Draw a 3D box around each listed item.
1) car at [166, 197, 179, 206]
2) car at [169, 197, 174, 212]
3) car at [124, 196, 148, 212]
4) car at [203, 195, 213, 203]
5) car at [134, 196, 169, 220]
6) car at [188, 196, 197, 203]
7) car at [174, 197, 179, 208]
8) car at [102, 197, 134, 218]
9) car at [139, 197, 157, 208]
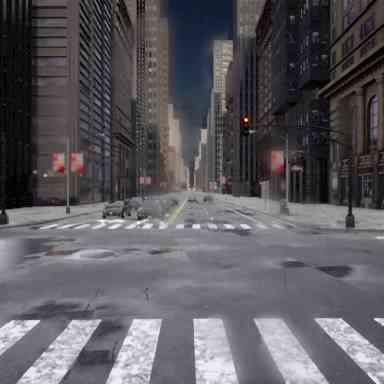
[{"bbox_3d":[-3.315,1.556,56.513,1.895,1.301,4.718,0,0,0],"label":"car"},{"bbox_3d":[-3.352,1.505,36.473,1.812,1.442,4.674,0,0,0],"label":"car"},{"bbox_3d":[-6.598,1.328,39.744,2.097,1.767,4.553,0,0,0],"label":"car"},{"bbox_3d":[3.348,1.430,69.917,1.837,1.490,4.892,0,0,0],"label":"car"},{"bbox_3d":[-3.291,1.339,27.689,2.097,1.767,4.553,0,0,-2],"label":"car"},{"bbox_3d":[0.098,1.473,69.828,2.033,1.411,5.357,0,0,0],"label":"car"},{"bbox_3d":[-3.340,1.533,46.496,1.994,1.385,4.181,0,0,0],"label":"car"},{"bbox_3d":[-6.601,1.490,29.590,1.837,1.490,4.892,0,0,0],"label":"car"},{"bbox_3d":[-6.590,1.513,50.041,2.033,1.411,5.357,0,0,0],"label":"car"}]
